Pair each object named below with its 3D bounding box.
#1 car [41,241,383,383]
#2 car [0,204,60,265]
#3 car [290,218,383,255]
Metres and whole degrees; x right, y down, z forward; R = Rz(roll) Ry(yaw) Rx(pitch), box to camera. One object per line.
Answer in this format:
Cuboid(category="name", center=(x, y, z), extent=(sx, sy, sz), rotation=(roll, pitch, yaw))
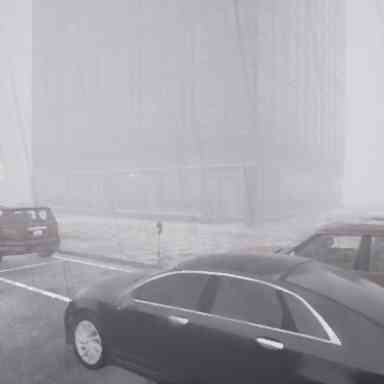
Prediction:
Cuboid(category="car", center=(0.399, 1.512, 4.075), extent=(4.892, 1.490, 1.837), rotation=(0, 0, 36))
Cuboid(category="car", center=(-6.614, 1.321, 11.490), extent=(5.009, 1.841, 2.192), rotation=(0, 0, 36))
Cuboid(category="car", center=(2.575, 1.324, 4.918), extent=(5.009, 1.841, 2.192), rotation=(0, 0, 36))
